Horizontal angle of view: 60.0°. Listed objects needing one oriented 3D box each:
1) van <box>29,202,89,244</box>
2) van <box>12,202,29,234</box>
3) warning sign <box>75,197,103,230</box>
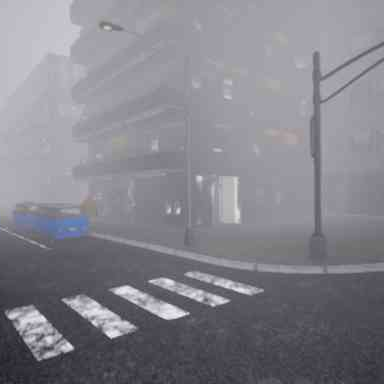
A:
[{"bbox_3d":[-6.524,1.470,16.448,1.690,1.788,3.998,-2,1,-38],"label":"van"},{"bbox_3d":[-10.002,1.544,20.839,1.690,1.788,3.998,-2,1,-38],"label":"van"},{"bbox_3d":[-6.160,1.235,19.851,1.300,1.860,1.060,0,0,-38],"label":"warning sign"}]
